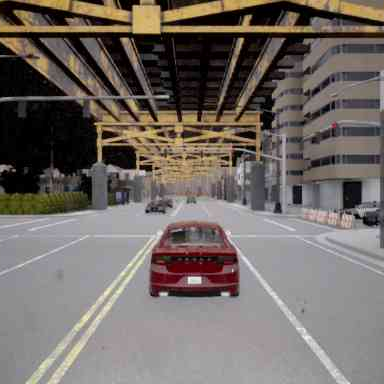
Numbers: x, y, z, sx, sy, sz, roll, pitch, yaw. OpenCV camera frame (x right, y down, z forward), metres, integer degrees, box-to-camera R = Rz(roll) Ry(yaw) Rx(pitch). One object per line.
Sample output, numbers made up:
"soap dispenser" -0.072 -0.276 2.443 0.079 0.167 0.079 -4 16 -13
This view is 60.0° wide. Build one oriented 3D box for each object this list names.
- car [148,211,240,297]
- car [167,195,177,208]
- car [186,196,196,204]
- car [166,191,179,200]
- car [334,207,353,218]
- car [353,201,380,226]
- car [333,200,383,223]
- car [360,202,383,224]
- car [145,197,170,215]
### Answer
"car" 0.056 1.478 8.619 1.882 1.535 5.008 0 0 0
"car" -3.689 1.547 47.626 2.033 1.411 5.357 0 0 0
"car" -0.137 1.547 63.294 2.033 1.411 5.357 0 0 0
"car" -3.636 0.879 62.840 2.150 2.045 5.566 0 0 0
"car" 13.581 1.295 25.453 4.536 1.218 1.853 0 0 25
"car" 13.216 1.453 21.315 4.974 1.542 2.038 0 0 -20
"car" 13.534 1.453 25.474 4.974 1.542 2.038 0 0 25
"car" 13.265 1.295 21.333 4.536 1.218 1.853 0 0 -20
"car" -3.671 1.563 34.405 1.994 1.385 4.181 0 0 0
